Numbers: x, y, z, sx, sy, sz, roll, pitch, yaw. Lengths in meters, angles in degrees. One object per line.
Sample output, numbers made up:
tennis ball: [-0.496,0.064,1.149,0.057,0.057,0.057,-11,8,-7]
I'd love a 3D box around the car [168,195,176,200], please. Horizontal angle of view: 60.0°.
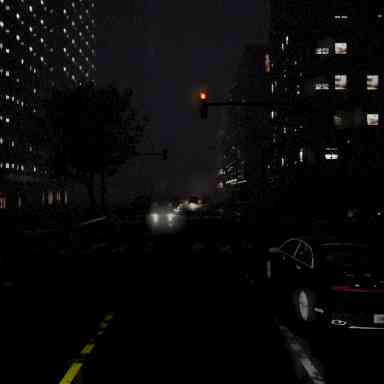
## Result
car: [-5.545,1.654,94.498,2.008,1.369,4.403,0,0,0]

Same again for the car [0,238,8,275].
car: [-5.680,1.545,6.881,1.887,1.381,4.507,0,0,0]

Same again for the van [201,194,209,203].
van: [2.802,1.402,72.394,1.690,1.788,3.998,0,0,0]

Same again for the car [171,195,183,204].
car: [-2.938,1.402,65.333,2.097,1.767,4.553,0,0,1]

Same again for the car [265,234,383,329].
car: [2.700,1.551,6.868,2.008,1.369,4.403,0,0,0]

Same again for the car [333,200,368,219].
car: [13.467,1.350,26.257,4.403,1.369,2.008,-1,1,0]

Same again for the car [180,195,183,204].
car: [-3.007,1.563,55.402,1.812,1.442,4.674,0,0,1]

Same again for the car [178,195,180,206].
car: [-3.023,1.505,46.094,1.882,1.535,5.008,0,0,0]

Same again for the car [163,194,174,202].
car: [-5.571,1.386,77.929,2.192,1.841,5.009,0,0,0]

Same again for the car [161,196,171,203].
car: [-5.579,1.627,72.407,1.947,1.339,4.313,0,0,0]

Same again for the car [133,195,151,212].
car: [-5.631,1.336,39.270,2.192,1.841,5.009,0,0,0]

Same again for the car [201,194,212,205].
car: [2.785,1.610,61.347,1.947,1.339,4.313,0,0,0]

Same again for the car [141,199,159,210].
car: [-5.622,1.592,44.793,1.947,1.339,4.313,0,0,0]

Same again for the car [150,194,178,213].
car: [-3.042,1.371,37.003,2.097,1.767,4.553,0,0,0]

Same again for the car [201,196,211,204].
car: [2.794,1.578,67.040,1.752,1.417,4.829,0,0,0]

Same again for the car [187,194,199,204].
car: [0.200,1.553,63.534,1.837,1.490,4.892,0,0,0]

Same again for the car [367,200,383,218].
car: [15.302,1.338,23.695,4.181,1.385,1.994,-1,0,0]
